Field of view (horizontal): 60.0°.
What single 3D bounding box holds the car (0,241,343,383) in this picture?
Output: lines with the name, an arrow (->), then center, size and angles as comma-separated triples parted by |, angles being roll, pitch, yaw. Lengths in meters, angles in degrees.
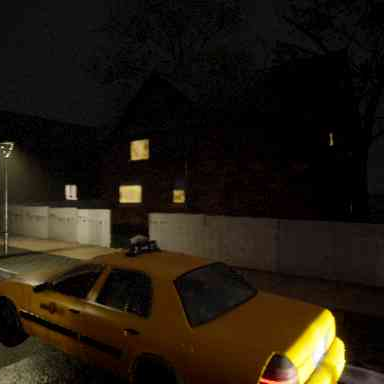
car -> -0.897, 1.460, 4.605 | 5.366, 1.575, 1.801 | 0, 0, 36
